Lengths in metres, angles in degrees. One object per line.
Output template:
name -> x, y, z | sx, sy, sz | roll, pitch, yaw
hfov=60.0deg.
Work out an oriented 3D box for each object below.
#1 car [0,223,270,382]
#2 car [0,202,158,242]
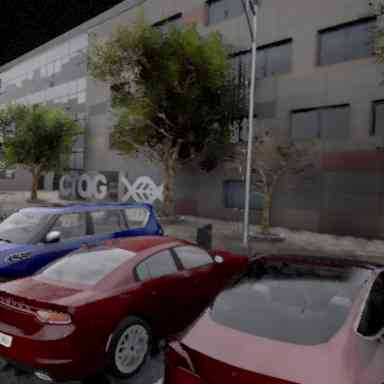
car -> -0.677, 1.502, 5.759 | 2.097, 1.535, 5.008 | -1, -1, 35
car -> -2.924, 1.287, 7.324 | 2.435, 2.045, 5.566 | -1, -1, 35
